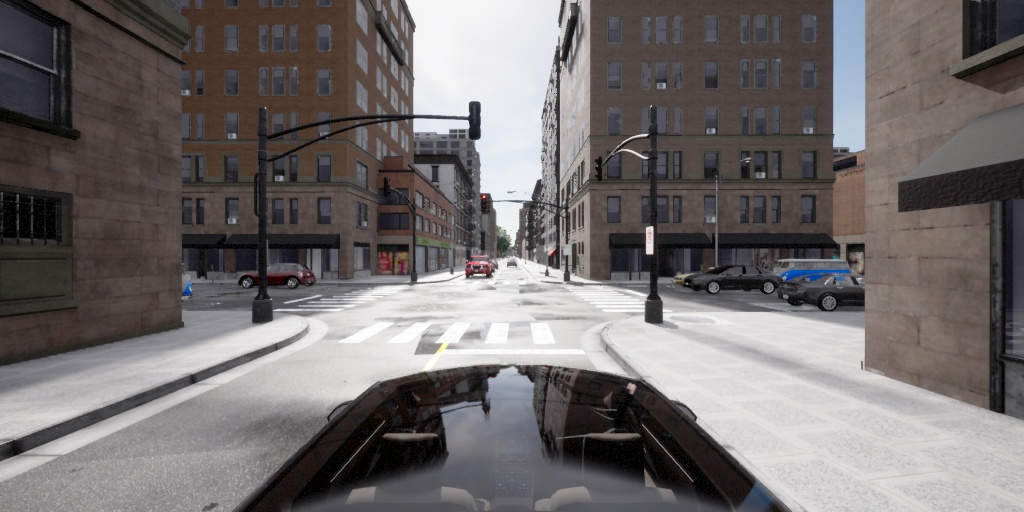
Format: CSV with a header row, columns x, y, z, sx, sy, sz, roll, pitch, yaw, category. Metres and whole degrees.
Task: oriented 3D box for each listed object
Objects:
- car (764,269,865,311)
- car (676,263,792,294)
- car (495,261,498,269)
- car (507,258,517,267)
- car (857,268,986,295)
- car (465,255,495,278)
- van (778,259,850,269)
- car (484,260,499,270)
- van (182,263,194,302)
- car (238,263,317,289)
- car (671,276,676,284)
x,y,z,sx,sy,sz,roll,pitch,yaw,category
12.520,1.305,13.519,4.403,1.370,2.007,0,0,1,car
11.926,1.248,19.494,4.892,1.490,1.837,0,0,-1,car
-3.106,1.259,44.096,1.812,1.442,4.674,0,0,0,car
-0.008,1.260,63.799,2.033,1.411,5.357,0,0,0,car
21.959,1.345,19.378,4.718,1.301,1.895,0,0,1,car
-3.102,0.962,34.259,2.150,2.045,5.566,0,0,0,car
18.258,1.080,21.986,3.998,1.789,1.690,0,0,1,van
-3.092,1.288,54.089,1.994,1.385,4.181,0,0,1,car
-14.675,1.089,13.798,3.998,1.789,1.690,0,0,1,van
-14.605,1.172,22.323,4.097,1.591,1.967,0,0,1,car
12.419,1.264,22.046,4.829,1.417,1.751,0,0,1,car
